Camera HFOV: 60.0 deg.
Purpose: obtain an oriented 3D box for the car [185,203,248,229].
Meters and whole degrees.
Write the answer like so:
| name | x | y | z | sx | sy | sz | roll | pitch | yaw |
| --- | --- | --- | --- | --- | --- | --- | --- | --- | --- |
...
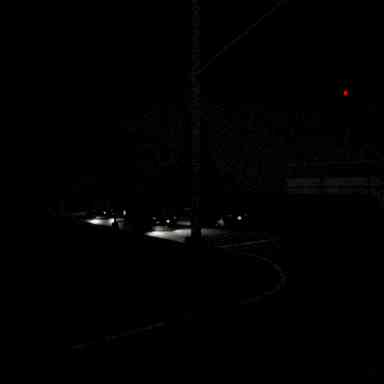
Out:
| name | x | y | z | sx | sy | sz | roll | pitch | yaw |
| --- | --- | --- | --- | --- | --- | --- | --- | --- | --- |
| car | 1.704 | 1.564 | 21.843 | 1.994 | 1.385 | 4.181 | 0 | 0 | -36 |

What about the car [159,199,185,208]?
| name | x | y | z | sx | sy | sz | roll | pitch | yaw |
| --- | --- | --- | --- | --- | --- | --- | --- | --- | --- |
| car | -3.016 | 1.547 | 42.488 | 5.357 | 1.411 | 2.033 | 0 | 0 | -41 |

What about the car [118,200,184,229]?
| name | x | y | z | sx | sy | sz | roll | pitch | yaw |
| --- | --- | --- | --- | --- | --- | --- | --- | --- | --- |
| car | -2.846 | 1.505 | 21.858 | 1.837 | 1.490 | 4.892 | 0 | 0 | -36 |

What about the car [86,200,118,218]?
| name | x | y | z | sx | sy | sz | roll | pitch | yaw |
| --- | --- | --- | --- | --- | --- | --- | --- | --- | --- |
| car | -8.378 | 1.505 | 30.099 | 1.837 | 1.490 | 4.892 | 0 | 0 | -26 |
